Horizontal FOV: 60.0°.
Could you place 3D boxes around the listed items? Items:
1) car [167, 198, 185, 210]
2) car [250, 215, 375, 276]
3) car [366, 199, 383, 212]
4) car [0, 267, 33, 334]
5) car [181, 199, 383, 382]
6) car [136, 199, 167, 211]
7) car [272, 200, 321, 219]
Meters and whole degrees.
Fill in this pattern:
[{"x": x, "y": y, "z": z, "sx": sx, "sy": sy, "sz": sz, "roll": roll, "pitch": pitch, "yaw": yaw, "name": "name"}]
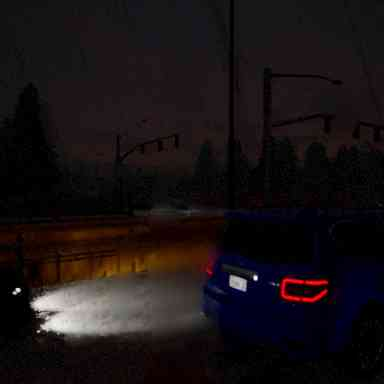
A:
[{"x": -2.513, "y": 1.580, "z": 44.433, "sx": 1.882, "sy": 1.535, "sz": 5.008, "roll": 0, "pitch": 0, "yaw": -36, "name": "car"}, {"x": 4.137, "y": 1.607, "z": 11.162, "sx": 4.181, "sy": 1.385, "sz": 1.994, "roll": 0, "pitch": 0, "yaw": -38, "name": "car"}, {"x": 24.789, "y": 1.675, "z": 43.100, "sx": 5.008, "sy": 1.535, "sz": 1.882, "roll": 0, "pitch": 0, "yaw": -34, "name": "car"}, {"x": -4.604, "y": 1.559, "z": 4.754, "sx": 4.181, "sy": 1.385, "sz": 1.994, "roll": 0, "pitch": 0, "yaw": -35, "name": "car"}, {"x": 2.760, "y": 1.245, "z": 5.702, "sx": 5.566, "sy": 2.045, "sz": 2.150, "roll": 0, "pitch": 0, "yaw": -35, "name": "car"}, {"x": -5.484, "y": 1.651, "z": 42.571, "sx": 1.994, "sy": 1.385, "sz": 4.181, "roll": 0, "pitch": 0, "yaw": -36, "name": "car"}, {"x": 9.739, "y": 1.591, "z": 31.439, "sx": 1.882, "sy": 1.535, "sz": 5.008, "roll": 1, "pitch": 0, "yaw": -18, "name": "car"}]
